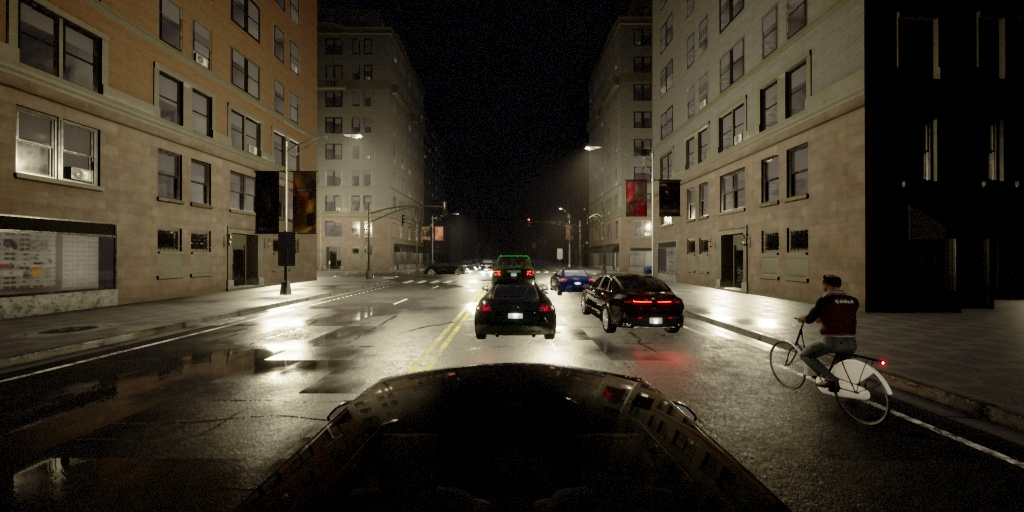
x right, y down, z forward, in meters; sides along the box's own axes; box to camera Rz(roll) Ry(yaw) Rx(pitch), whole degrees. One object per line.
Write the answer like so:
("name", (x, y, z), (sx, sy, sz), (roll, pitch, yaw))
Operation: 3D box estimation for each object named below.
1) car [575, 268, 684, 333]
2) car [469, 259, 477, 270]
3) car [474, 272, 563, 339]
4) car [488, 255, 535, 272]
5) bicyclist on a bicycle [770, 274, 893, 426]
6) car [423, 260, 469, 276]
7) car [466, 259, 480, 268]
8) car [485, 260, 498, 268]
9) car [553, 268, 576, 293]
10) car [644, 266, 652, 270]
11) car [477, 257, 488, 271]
("car", (3.337, 1.256, 10.730), (1.837, 1.490, 4.892), (0, 0, 0))
("car", (-6.639, 1.292, 52.285), (1.812, 1.442, 4.674), (0, 0, 0))
("car", (0.088, 1.315, 10.064), (1.994, 1.385, 4.181), (0, 0, 0))
("car", (0.082, 0.975, 19.477), (2.150, 2.045, 5.566), (0, 0, 0))
("bicyclist on a bicycle", (4.140, 1.121, 4.848), (0.659, 1.776, 1.843), (0, 0, 0))
("car", (-6.919, 1.320, 36.478), (4.181, 1.385, 1.994), (0, 0, -21))
("car", (-6.635, 1.273, 61.295), (1.837, 1.490, 4.892), (0, 0, 0))
("car", (-3.388, 1.369, 60.293), (1.895, 1.301, 4.718), (0, 0, 0))
("car", (3.231, 1.317, 19.626), (1.994, 1.385, 4.181), (0, 0, 0))
("car", (16.368, 1.290, 37.619), (5.008, 1.535, 1.882), (0, 0, 0))
("car", (-3.391, 1.257, 51.029), (2.128, 1.511, 4.902), (0, 0, 0))
